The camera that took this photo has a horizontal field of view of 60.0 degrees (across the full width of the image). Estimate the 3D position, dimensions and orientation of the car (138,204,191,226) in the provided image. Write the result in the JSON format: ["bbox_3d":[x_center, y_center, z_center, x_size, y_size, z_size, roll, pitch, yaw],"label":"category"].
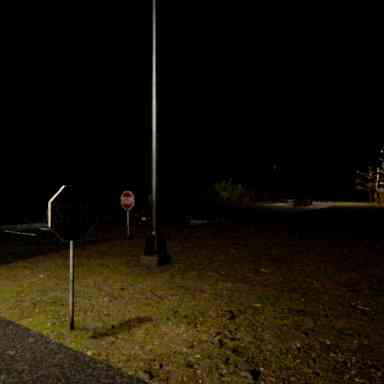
[{"bbox_3d":[-1.915,1.606,23.955,1.812,1.442,4.674,0,0,34],"label":"car"}]

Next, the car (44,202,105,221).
[{"bbox_3d":[-9.081,1.402,25.852,2.097,1.767,4.553,0,0,34],"label":"car"}]

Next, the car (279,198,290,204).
[{"bbox_3d":[19.538,1.795,68.638,1.895,1.301,4.718,0,0,34],"label":"car"}]

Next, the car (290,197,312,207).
[{"bbox_3d":[18.011,1.538,53.919,2.097,1.767,4.553,0,0,32],"label":"car"}]
